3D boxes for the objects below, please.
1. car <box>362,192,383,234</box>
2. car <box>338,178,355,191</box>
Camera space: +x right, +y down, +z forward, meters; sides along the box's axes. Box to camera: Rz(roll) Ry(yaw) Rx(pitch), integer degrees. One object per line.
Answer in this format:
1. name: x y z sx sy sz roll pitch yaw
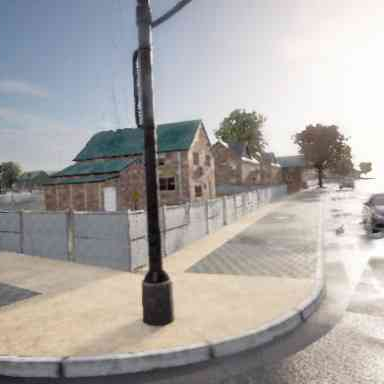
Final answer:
1. car: 8.064 0.748 13.522 1.812 1.442 4.674 -3 2 21
2. car: 22.851 -1.279 49.179 2.097 1.767 4.553 -3 2 24
